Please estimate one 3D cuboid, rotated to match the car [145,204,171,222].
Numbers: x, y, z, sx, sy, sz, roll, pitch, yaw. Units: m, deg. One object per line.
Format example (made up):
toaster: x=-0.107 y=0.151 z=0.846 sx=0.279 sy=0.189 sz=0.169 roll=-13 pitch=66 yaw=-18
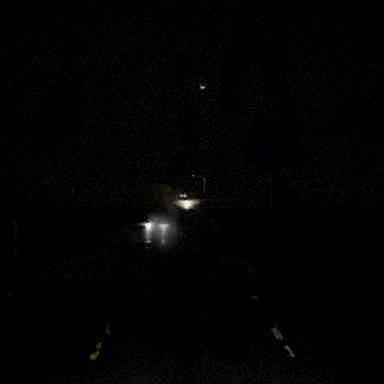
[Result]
car: x=-2.844 y=1.752 z=28.759 sx=2.033 sy=1.411 sz=5.357 roll=0 pitch=0 yaw=0
